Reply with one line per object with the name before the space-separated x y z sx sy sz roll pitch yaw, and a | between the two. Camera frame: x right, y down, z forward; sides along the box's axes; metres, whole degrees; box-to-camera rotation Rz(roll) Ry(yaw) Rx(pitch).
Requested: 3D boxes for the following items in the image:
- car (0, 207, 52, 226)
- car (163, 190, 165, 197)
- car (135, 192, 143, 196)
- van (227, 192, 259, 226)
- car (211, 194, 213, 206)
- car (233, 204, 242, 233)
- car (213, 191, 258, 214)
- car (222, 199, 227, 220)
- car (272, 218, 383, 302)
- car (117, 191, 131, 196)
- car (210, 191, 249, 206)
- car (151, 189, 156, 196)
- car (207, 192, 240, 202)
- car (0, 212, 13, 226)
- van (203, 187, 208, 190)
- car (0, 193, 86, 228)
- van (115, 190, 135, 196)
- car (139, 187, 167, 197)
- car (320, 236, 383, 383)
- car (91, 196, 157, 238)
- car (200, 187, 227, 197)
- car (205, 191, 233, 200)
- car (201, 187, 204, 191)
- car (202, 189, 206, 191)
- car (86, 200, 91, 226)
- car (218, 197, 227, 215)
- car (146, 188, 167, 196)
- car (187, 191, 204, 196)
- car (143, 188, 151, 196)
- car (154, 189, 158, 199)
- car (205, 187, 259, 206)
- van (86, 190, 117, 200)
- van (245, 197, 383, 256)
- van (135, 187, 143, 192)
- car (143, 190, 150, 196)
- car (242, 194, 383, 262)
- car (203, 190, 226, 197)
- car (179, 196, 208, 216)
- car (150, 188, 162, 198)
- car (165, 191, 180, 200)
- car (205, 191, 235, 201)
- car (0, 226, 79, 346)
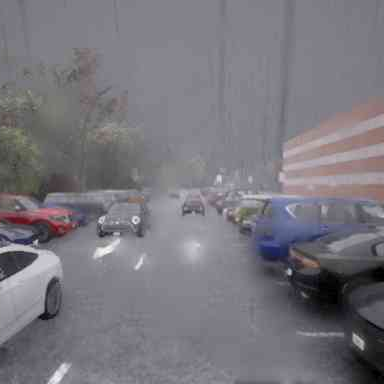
car | -8.101 1.444 12.192 4.792 1.488 2.163 0 0 0
car | -7.987 0.450 60.330 4.892 1.521 2.231 0 1 0
car | -8.068 1.028 34.923 4.892 1.521 2.231 0 1 0
van | 4.345 1.161 17.857 4.442 1.987 1.878 0 1 0
car | 4.497 1.135 32.127 4.674 1.452 2.002 0 1 0
car | 4.451 1.444 15.153 4.674 1.452 2.002 0 0 0
car | 4.461 1.033 29.298 4.553 1.767 2.185 0 1 0
car | 4.466 1.387 20.818 4.674 1.452 2.002 0 1 0
car | 4.425 1.447 6.676 5.008 1.535 2.097 0 0 0
car | -8.048 1.032 29.150 4.553 1.767 2.185 0 1 0
car | 4.492 0.777 40.598 4.553 1.767 2.185 0 1 0
car | -8.025 0.773 46.090 5.008 1.535 2.097 0 1 0
car | 4.549 0.750 49.076 4.674 1.452 2.002 0 1 0
car | -8.110 1.458 9.368 4.792 1.488 2.163 0 0 0
van | 4.438 0.420 51.896 4.442 1.987 1.878 0 1 0
car | -8.095 1.148 15.014 5.566 2.045 2.435 0 0 0
van | -8.187 0.865 32.095 4.442 1.987 1.878 0 1 0
car | -7.945 0.003 68.668 5.566 2.045 2.435 0 1 0
car | 4.428 1.461 3.851 5.008 1.535 2.097 0 0 0
car | -3.288 1.260 17.050 2.097 1.767 4.553 0 1 2
car | 4.637 -0.065 71.670 5.566 2.045 2.435 0 1 0
car | 4.567 0.557 57.551 4.674 1.452 2.002 0 1 0
car | 4.599 0.322 66.025 5.008 1.535 2.097 0 1 0
car | 4.353 0.771 46.251 5.366 1.575 1.946 0 1 0
car | -8.109 1.382 17.851 5.008 1.535 2.097 0 0 0
car | 4.480 1.327 23.652 4.674 1.452 2.002 0 1 0
car | -7.894 -0.019 74.449 4.553 1.767 2.185 0 1 0
car | 0.192 0.896 44.507 1.994 1.385 4.181 0 1 0
car | -8.068 0.712 43.265 4.553 1.767 2.185 0 1 0
car | -8.027 0.709 48.913 5.008 1.535 2.097 0 1 0
car | 4.480 0.779 34.945 5.566 2.045 2.435 0 1 0
van | -7.977 1.058 23.625 4.442 1.987 1.878 0 1 0
van | 4.329 1.193 12.327 4.442 1.987 1.878 0 0 0
van | -8.168 0.737 37.743 4.442 1.987 1.878 0 1 0
car | -8.050 0.901 40.445 5.008 1.535 2.097 0 1 0
car | 4.466 1.181 9.501 5.566 2.045 2.435 0 0 0
car | 4.603 0.294 68.853 4.674 1.452 2.002 0 1 0
car | 0.125 1.299 28.401 1.895 1.301 4.718 0 1 1
car | -8.002 0.578 54.683 5.008 1.535 2.097 0 1 0
car | -3.145 0.621 58.177 1.895 1.301 4.718 0 1 1
car | 4.591 0.611 54.726 4.792 1.488 2.163 0 1 0
car | -3.341 1.500 4.591 1.812 1.442 4.674 0 0 1
